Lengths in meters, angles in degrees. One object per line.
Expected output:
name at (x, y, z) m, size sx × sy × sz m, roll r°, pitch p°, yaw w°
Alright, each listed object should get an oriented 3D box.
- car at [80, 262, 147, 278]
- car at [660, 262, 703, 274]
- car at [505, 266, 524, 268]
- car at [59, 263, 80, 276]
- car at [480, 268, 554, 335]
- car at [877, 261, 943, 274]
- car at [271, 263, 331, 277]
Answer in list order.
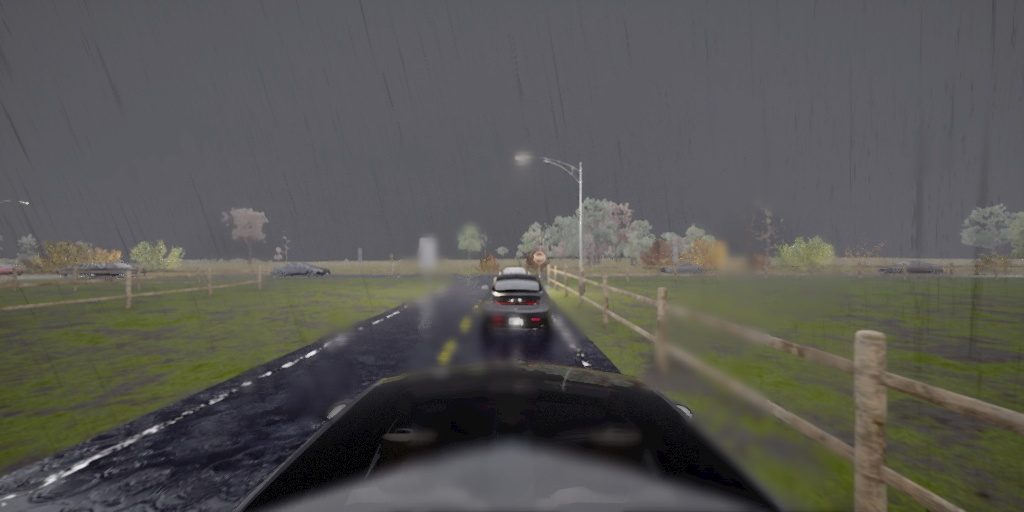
car at (-40.257, 1.399, 36.589) m, size 5.008 × 1.535 × 1.882 m, roll 0°, pitch 0°, yaw 1°
car at (18.353, 1.328, 38.874) m, size 4.181 × 1.385 × 1.994 m, roll 0°, pitch 0°, yaw 1°
car at (0.163, 1.333, 22.487) m, size 2.033 × 1.411 × 5.357 m, roll 0°, pitch 0°, yaw 0°
car at (-46.873, 1.471, 39.548) m, size 4.674 × 1.442 × 1.812 m, roll 0°, pitch 0°, yaw 1°
car at (0.124, 1.269, 10.550) m, size 1.837 × 1.490 × 4.892 m, roll 0°, pitch 0°, yaw 0°
car at (42.763, 1.279, 38.566) m, size 5.357 × 1.411 × 2.033 m, roll 0°, pitch 0°, yaw 1°
car at (-21.369, 1.412, 36.364) m, size 5.357 × 1.411 × 2.033 m, roll 0°, pitch 0°, yaw 1°
